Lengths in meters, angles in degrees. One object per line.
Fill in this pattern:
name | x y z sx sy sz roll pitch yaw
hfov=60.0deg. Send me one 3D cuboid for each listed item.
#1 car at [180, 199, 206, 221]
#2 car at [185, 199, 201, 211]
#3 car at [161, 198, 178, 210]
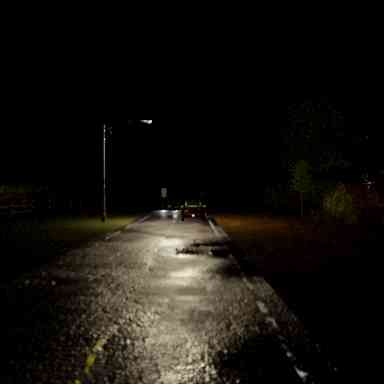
car | 0.096 1.531 27.818 1.837 1.490 4.892 0 0 0
car | 0.093 1.606 42.779 1.994 1.385 4.181 0 0 0
car | -2.838 1.547 43.188 1.837 1.490 4.892 0 0 0
